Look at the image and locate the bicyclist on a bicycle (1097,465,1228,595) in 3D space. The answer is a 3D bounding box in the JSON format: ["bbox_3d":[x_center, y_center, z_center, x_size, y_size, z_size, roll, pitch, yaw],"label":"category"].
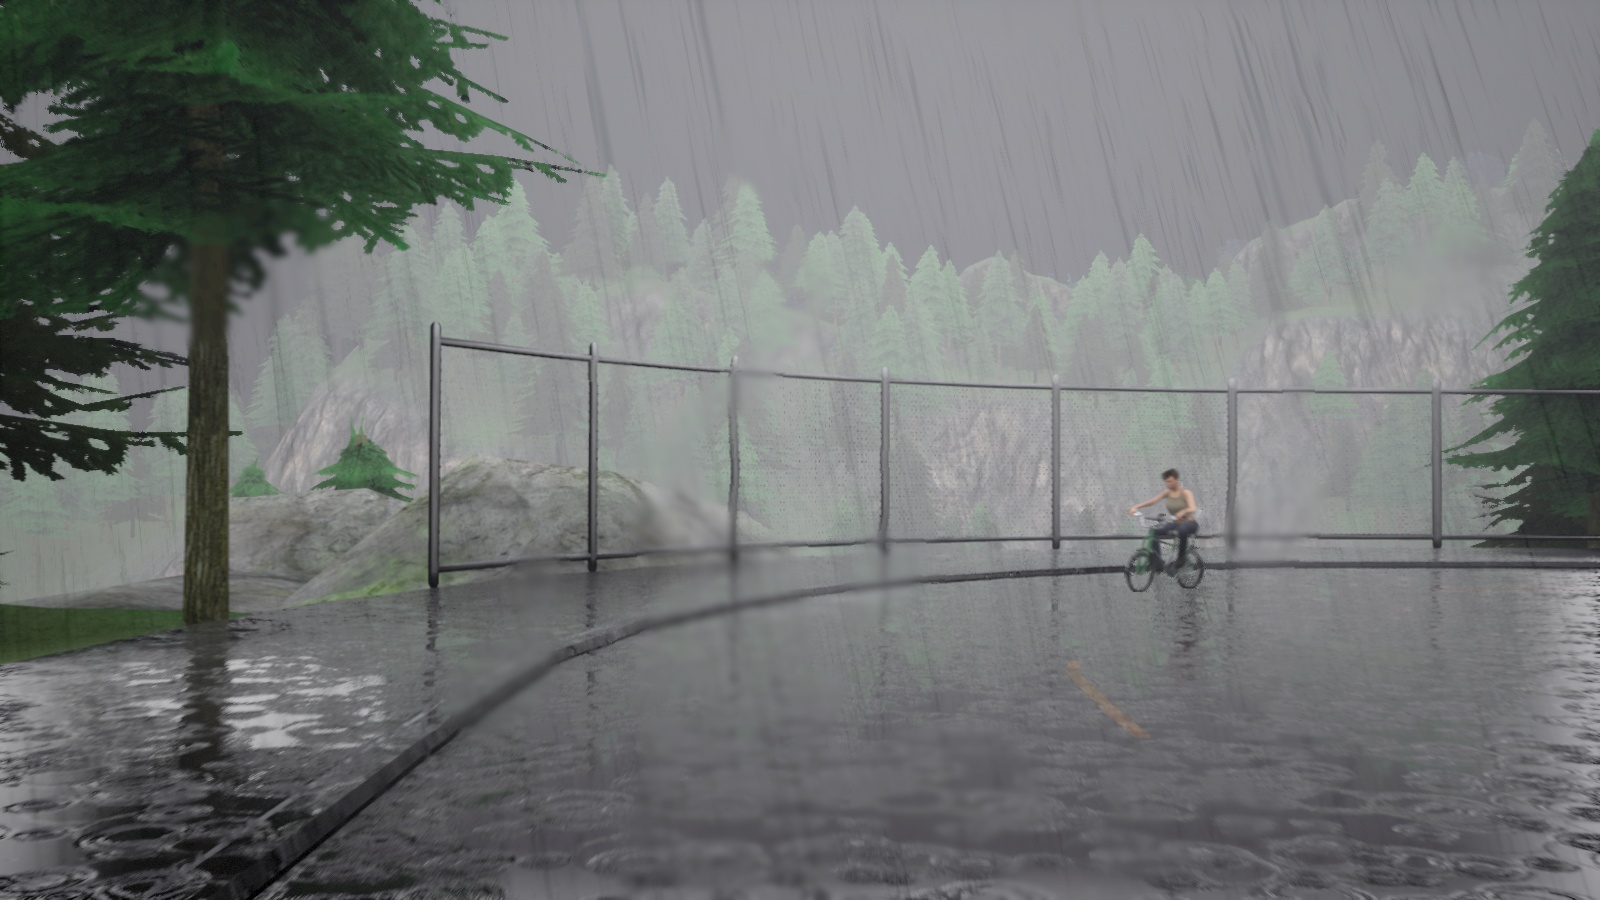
[{"bbox_3d":[4.777,1.011,16.539,1.509,1.612,0.866,0,1,-34],"label":"bicyclist on a bicycle"}]
